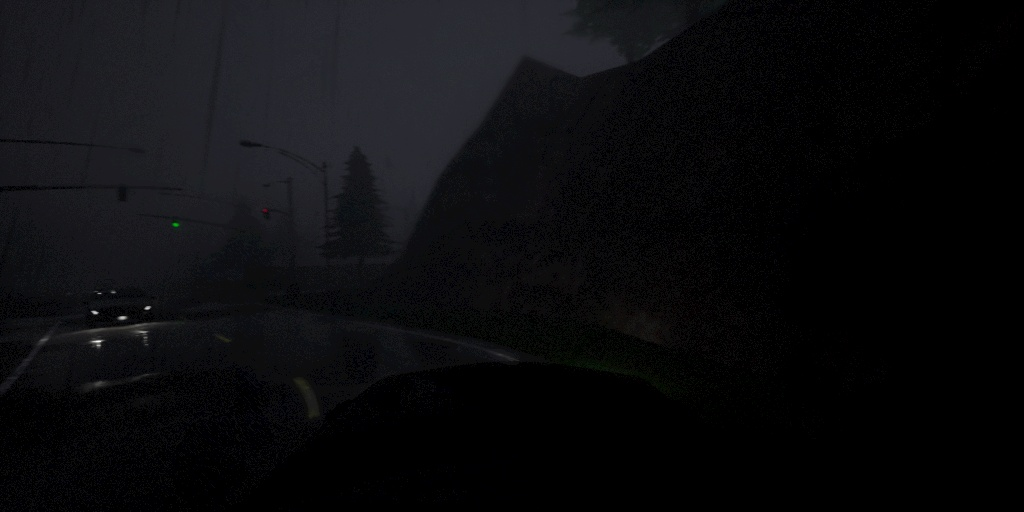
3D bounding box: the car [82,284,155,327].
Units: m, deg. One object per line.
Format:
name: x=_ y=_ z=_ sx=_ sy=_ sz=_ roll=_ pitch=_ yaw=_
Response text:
car: x=-16.838 y=2.061 z=15.400 sx=5.357 sy=1.411 sz=2.033 roll=-3 pitch=-1 yaw=41
